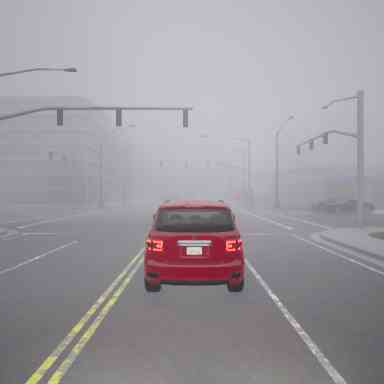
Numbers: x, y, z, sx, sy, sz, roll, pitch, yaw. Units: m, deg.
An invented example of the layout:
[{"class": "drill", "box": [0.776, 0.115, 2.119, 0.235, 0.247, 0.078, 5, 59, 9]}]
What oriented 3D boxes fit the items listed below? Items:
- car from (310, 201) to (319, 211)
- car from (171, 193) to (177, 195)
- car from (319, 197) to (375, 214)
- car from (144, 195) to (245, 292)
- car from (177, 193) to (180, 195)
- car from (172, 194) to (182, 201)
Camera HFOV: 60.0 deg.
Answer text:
[{"class": "car", "box": [16.094, 1.352, 38.598, 4.553, 1.767, 2.097, 0, 0, 0]}, {"class": "car", "box": [-3.458, 1.343, 46.587, 2.097, 1.767, 4.553, 0, 0, -3]}, {"class": "car", "box": [16.553, 1.478, 35.091, 5.008, 1.535, 1.882, 0, 0, 0]}, {"class": "car", "box": [0.057, 1.221, 9.054, 2.150, 2.045, 5.566, 0, 0, 0]}, {"class": "car", "box": [-3.617, 1.225, 70.223, 2.150, 2.045, 5.566, 0, 0, 0]}, {"class": "car", "box": [-3.635, 1.355, 80.765, 2.097, 1.767, 4.553, 0, 0, 0]}]
